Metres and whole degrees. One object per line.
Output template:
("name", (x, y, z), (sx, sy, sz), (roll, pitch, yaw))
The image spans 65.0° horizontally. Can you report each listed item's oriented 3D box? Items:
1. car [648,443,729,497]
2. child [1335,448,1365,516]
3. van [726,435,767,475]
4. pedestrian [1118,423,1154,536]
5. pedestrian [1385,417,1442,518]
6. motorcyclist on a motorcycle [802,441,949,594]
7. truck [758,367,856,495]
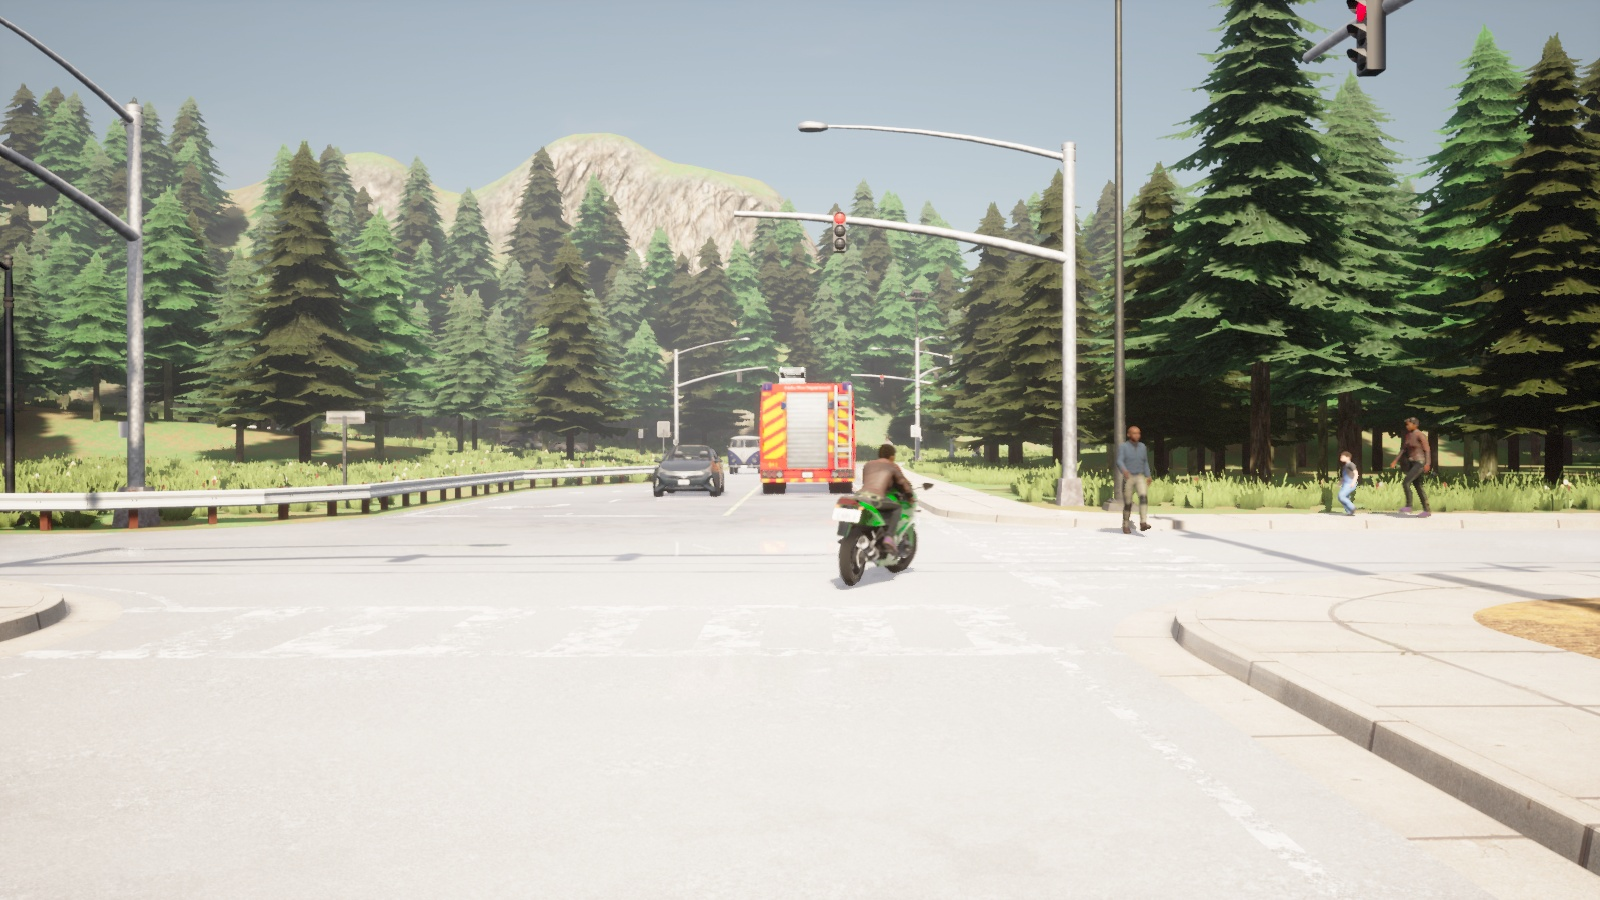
("car", (-3.283, 0.556, 37.683), (2.007, 1.525, 4.514), (0, 0, 0))
("child", (10.211, 0.595, 23.318), (0.437, 1.263, 0.270), (0, 0, 2))
("van", (-2.760, 0.249, 65.654), (1.775, 1.987, 4.442), (0, 0, 2))
("pedestrian", (5.515, 0.474, 20.640), (0.370, 1.835, 0.726), (0, 0, -3))
("pedestrian", (11.076, 0.315, 22.681), (0.869, 1.805, 0.328), (0, 0, -4))
("motorcyclist on a motorcycle", (0.879, 0.686, 13.915), (0.797, 1.523, 2.044), (4, 2, 26))
("truck", (0.235, -0.580, 41.611), (2.891, 3.827, 8.468), (0, 0, 0))
